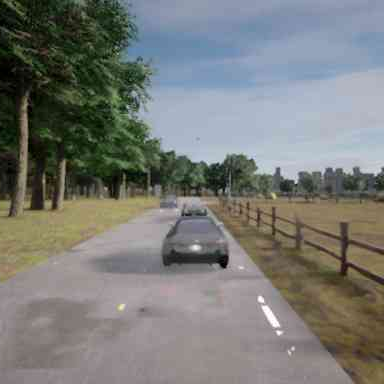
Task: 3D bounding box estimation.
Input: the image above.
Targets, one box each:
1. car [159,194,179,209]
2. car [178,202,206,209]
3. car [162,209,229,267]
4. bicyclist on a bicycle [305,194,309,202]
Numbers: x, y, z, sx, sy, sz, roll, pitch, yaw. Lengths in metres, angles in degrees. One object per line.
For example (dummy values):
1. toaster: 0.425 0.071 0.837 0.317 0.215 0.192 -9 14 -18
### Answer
1. car: -2.703 1.116 40.205 2.097 1.767 4.553 0 0 0
2. car: 0.165 1.426 26.354 1.895 1.301 4.718 0 0 0
3. car: 0.111 1.481 11.076 1.994 1.385 4.181 0 0 0
4. bicyclist on a bicycle: 20.106 1.114 58.223 0.582 1.620 1.656 0 0 0
